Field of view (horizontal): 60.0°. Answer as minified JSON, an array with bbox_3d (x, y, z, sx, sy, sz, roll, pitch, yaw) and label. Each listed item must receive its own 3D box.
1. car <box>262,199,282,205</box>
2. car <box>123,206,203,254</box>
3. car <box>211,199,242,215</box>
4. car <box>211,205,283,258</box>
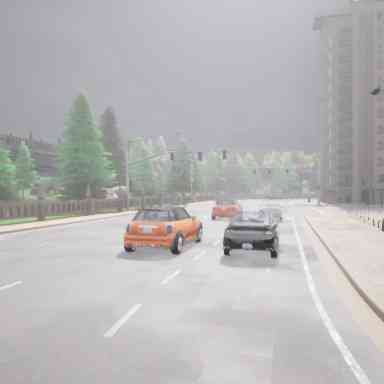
[{"bbox_3d":[6.446,1.530,27.250,1.812,1.442,4.674,0,0,16],"label":"car"},{"bbox_3d":[-0.982,1.363,13.723,2.097,1.767,4.553,0,0,16],"label":"car"},{"bbox_3d":[3.068,1.363,28.166,2.097,1.767,4.553,0,0,16],"label":"car"},{"bbox_3d":[2.396,1.492,12.807,2.128,1.511,4.902,0,0,16],"label":"car"}]
